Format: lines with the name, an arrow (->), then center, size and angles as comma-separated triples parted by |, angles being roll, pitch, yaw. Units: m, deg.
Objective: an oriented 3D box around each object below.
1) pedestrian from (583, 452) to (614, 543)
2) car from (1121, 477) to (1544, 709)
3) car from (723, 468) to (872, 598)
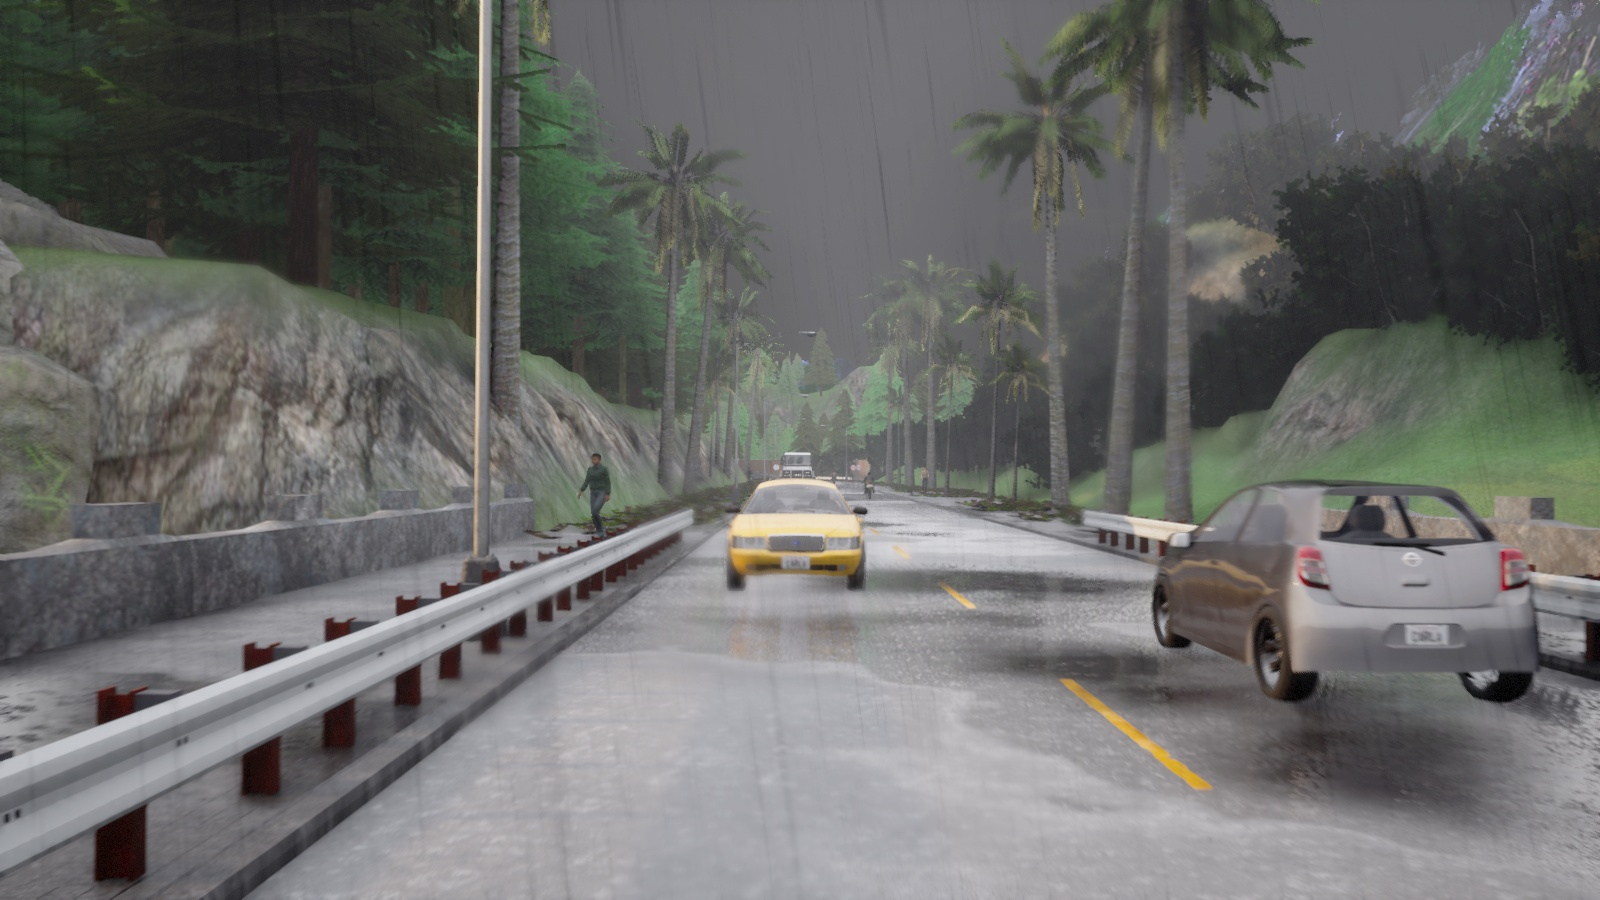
pedestrian -> -4.130, 0.972, 25.764 | 0.353, 1.847, 0.614 | -1, -1, 23
car -> 3.979, 0.982, 10.113 | 1.845, 1.501, 3.633 | 0, -1, 0
car -> -0.038, 1.055, 17.912 | 1.801, 1.575, 5.366 | 0, -1, 0
